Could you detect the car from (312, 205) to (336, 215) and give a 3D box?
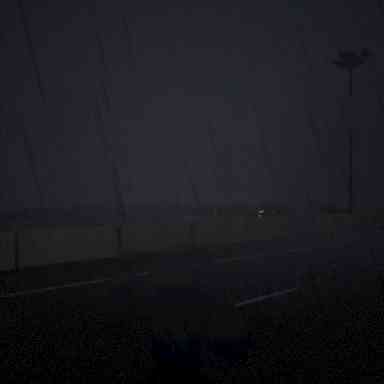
[{"bbox_3d":[12.596,1.923,30.885,5.357,1.411,2.033,1,-1,-36],"label":"car"}]

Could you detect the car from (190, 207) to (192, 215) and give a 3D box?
[{"bbox_3d":[1.316,1.875,35.599,4.674,1.442,1.812,1,-1,-37],"label":"car"}]

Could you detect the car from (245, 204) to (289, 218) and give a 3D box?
[{"bbox_3d":[7.182,1.691,31.238,4.553,1.767,2.097,1,-1,-37],"label":"car"}]

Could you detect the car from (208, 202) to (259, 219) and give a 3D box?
[{"bbox_3d":[4.205,1.836,33.388,4.902,1.511,2.128,1,-1,-37],"label":"car"}]
